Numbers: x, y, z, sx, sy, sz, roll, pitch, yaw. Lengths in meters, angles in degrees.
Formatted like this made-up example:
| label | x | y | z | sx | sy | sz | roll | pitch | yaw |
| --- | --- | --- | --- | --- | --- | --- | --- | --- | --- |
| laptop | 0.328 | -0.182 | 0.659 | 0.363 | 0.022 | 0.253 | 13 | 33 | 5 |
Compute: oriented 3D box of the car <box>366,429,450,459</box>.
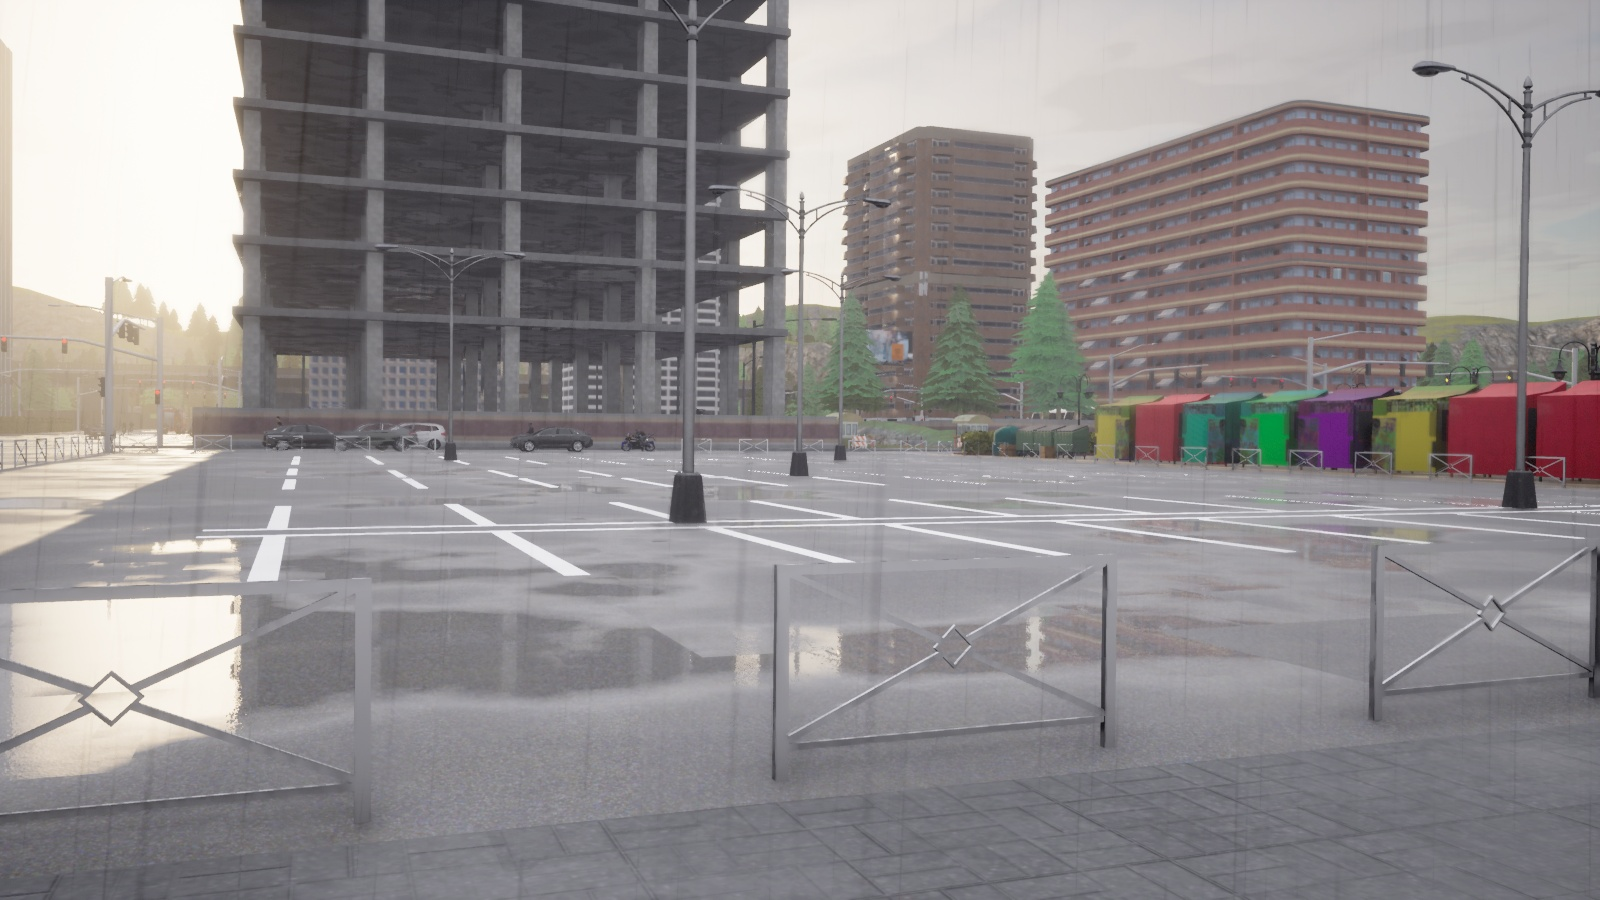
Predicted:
| label | x | y | z | sx | sy | sz | roll | pitch | yaw |
| --- | --- | --- | --- | --- | --- | --- | --- | --- | --- |
| car | -23.501 | -0.382 | 75.183 | 4.611 | 1.667 | 2.242 | -1 | 1 | -22 |

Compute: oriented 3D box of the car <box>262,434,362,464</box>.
| label | x | y | z | sx | sy | sz | roll | pitch | yaw |
| --- | --- | --- | --- | --- | --- | --- | --- | --- | --- |
| car | -25.884 | -0.058 | 66.694 | 4.892 | 1.490 | 1.837 | -1 | 1 | -22 |

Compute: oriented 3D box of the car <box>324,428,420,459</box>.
| label | x | y | z | sx | sy | sz | roll | pitch | yaw |
| --- | --- | --- | --- | --- | --- | --- | --- | --- | --- |
| car | -24.227 | -0.374 | 71.120 | 5.027 | 1.651 | 2.152 | -1 | 1 | -22 |

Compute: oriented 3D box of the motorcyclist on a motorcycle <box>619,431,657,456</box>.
| label | x | y | z | sx | sy | sz | roll | pitch | yaw |
| --- | --- | --- | --- | --- | --- | --- | --- | --- | --- |
| motorcyclist on a motorcycle | -10.375 | -0.419 | 80.431 | 2.191 | 1.530 | 0.866 | -1 | 1 | -22 |

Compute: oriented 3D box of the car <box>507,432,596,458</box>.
| label | x | y | z | sx | sy | sz | roll | pitch | yaw |
| --- | --- | --- | --- | --- | --- | --- | --- | --- | --- |
| car | -14.821 | -0.311 | 74.886 | 4.892 | 1.490 | 1.837 | -1 | 1 | -22 |
